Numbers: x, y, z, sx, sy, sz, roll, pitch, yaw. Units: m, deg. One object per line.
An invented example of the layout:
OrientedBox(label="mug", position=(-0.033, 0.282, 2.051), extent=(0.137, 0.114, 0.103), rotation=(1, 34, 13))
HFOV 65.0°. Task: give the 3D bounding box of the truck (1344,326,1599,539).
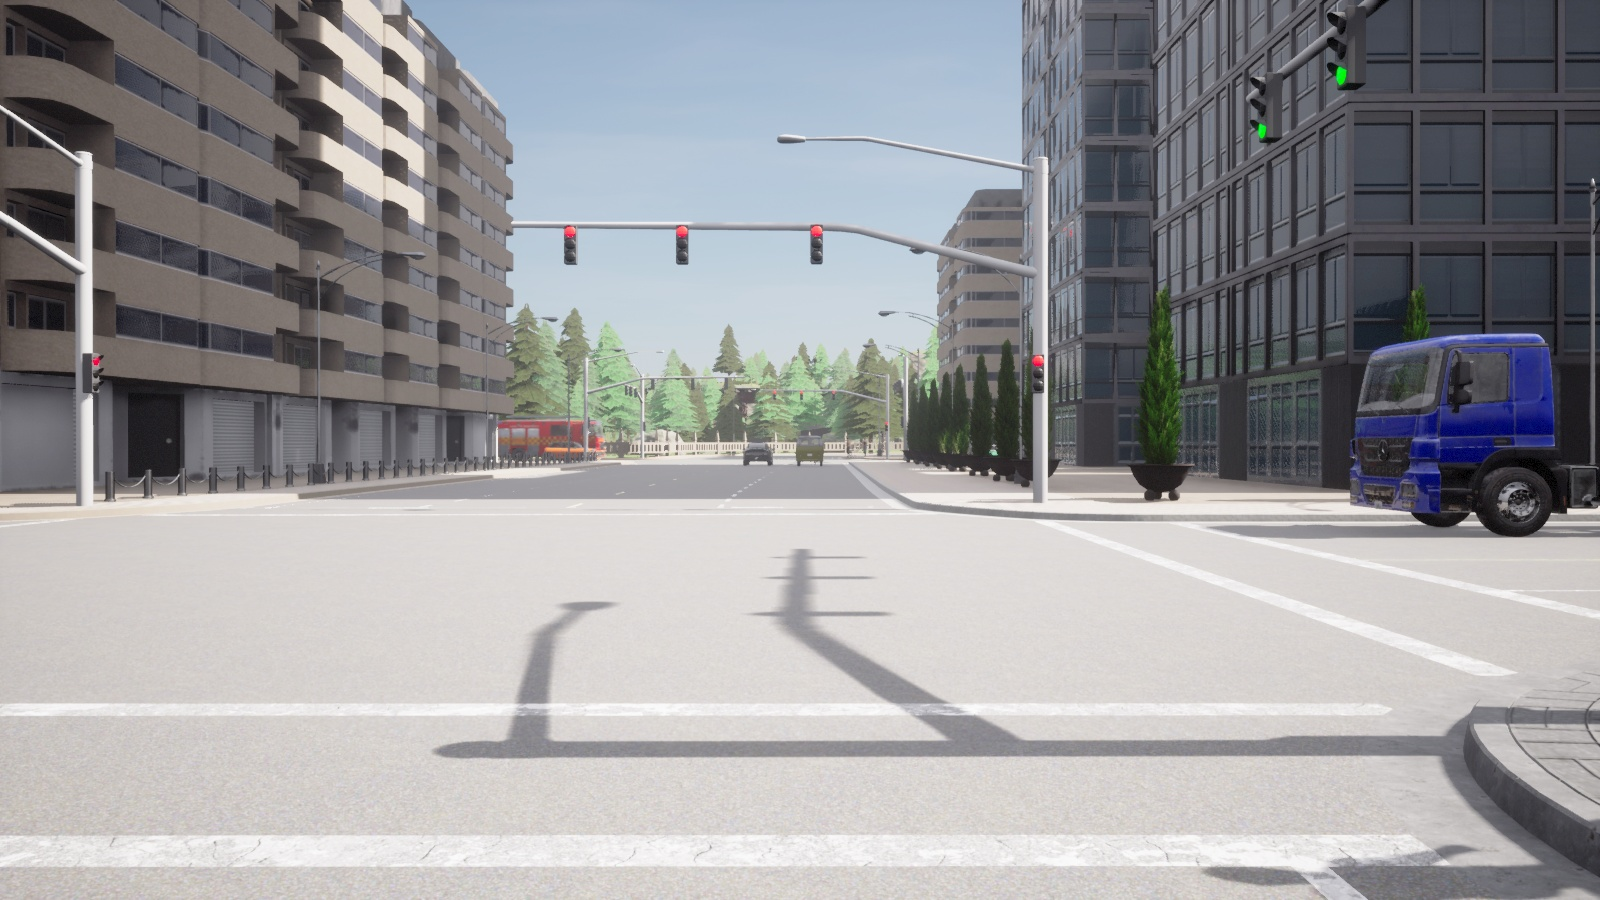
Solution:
OrientedBox(label="truck", position=(14.035, -0.292, 21.786), extent=(7.936, 3.462, 2.891), rotation=(0, 0, 1))

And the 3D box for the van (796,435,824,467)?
OrientedBox(label="van", position=(0.655, 0.041, 81.252), extent=(1.775, 1.987, 4.442), rotation=(0, 0, 1))

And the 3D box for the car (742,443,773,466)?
OrientedBox(label="car", position=(-2.794, 0.274, 84.086), extent=(1.837, 1.490, 4.892), rotation=(0, 0, 1))
